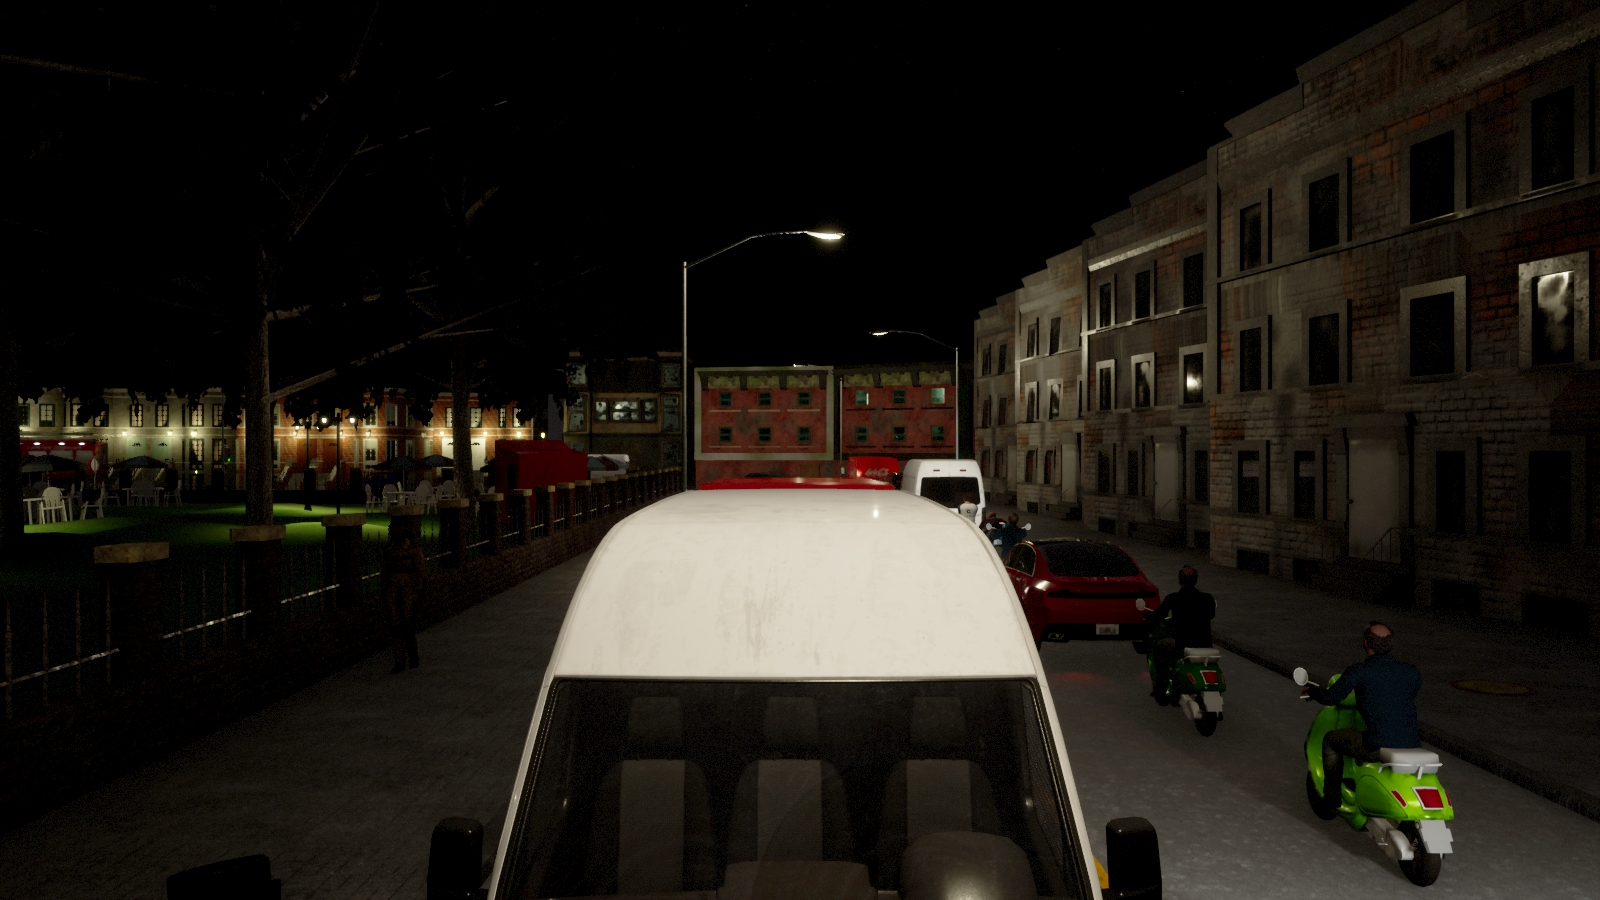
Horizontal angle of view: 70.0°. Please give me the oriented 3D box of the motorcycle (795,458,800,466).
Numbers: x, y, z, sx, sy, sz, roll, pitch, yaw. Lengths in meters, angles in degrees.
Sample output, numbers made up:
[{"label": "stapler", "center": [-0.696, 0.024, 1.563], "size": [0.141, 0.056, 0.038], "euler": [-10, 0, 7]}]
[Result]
[{"label": "motorcycle", "center": [-0.384, 1.962, 183.190], "size": [0.856, 1.236, 1.805], "euler": [0, 0, 0]}]

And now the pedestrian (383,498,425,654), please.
[{"label": "pedestrian", "center": [-4.834, 1.525, 13.960], "size": [0.375, 1.860, 0.375], "euler": [0, 0, 0]}]

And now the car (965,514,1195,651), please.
[{"label": "car", "center": [3.953, 1.841, 17.118], "size": [2.231, 1.480, 4.892], "euler": [0, 0, 0]}]

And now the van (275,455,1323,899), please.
[{"label": "van", "center": [-0.006, 1.314, 5.127], "size": [1.988, 2.561, 5.915], "euler": [0, 0, 0]}]

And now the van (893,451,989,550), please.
[{"label": "van", "center": [3.906, 1.314, 32.634], "size": [1.988, 2.561, 5.915], "euler": [0, 0, 0]}]
